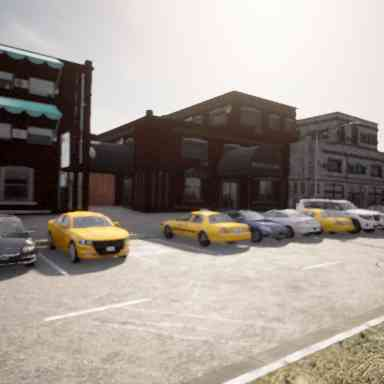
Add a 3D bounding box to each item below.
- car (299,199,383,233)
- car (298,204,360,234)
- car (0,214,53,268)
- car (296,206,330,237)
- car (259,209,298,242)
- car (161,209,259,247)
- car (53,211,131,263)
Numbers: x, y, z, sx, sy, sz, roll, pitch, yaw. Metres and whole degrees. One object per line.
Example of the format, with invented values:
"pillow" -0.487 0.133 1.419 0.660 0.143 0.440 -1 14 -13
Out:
"car" 9.504 1.528 22.039 2.435 2.045 5.566 2 -1 -35
"car" 7.111 1.715 20.601 1.946 1.575 5.366 2 -1 -35
"car" -6.367 1.486 10.805 2.231 1.521 4.892 1 0 -35
"car" 4.959 1.703 18.841 2.002 1.452 4.674 1 -1 -35
"car" 2.789 1.657 17.306 2.002 1.452 4.674 1 -1 -35
"car" 0.426 1.575 15.851 1.946 1.575 5.366 1 -1 -35
"car" -3.999 1.514 12.486 2.097 1.535 5.008 1 0 -35
